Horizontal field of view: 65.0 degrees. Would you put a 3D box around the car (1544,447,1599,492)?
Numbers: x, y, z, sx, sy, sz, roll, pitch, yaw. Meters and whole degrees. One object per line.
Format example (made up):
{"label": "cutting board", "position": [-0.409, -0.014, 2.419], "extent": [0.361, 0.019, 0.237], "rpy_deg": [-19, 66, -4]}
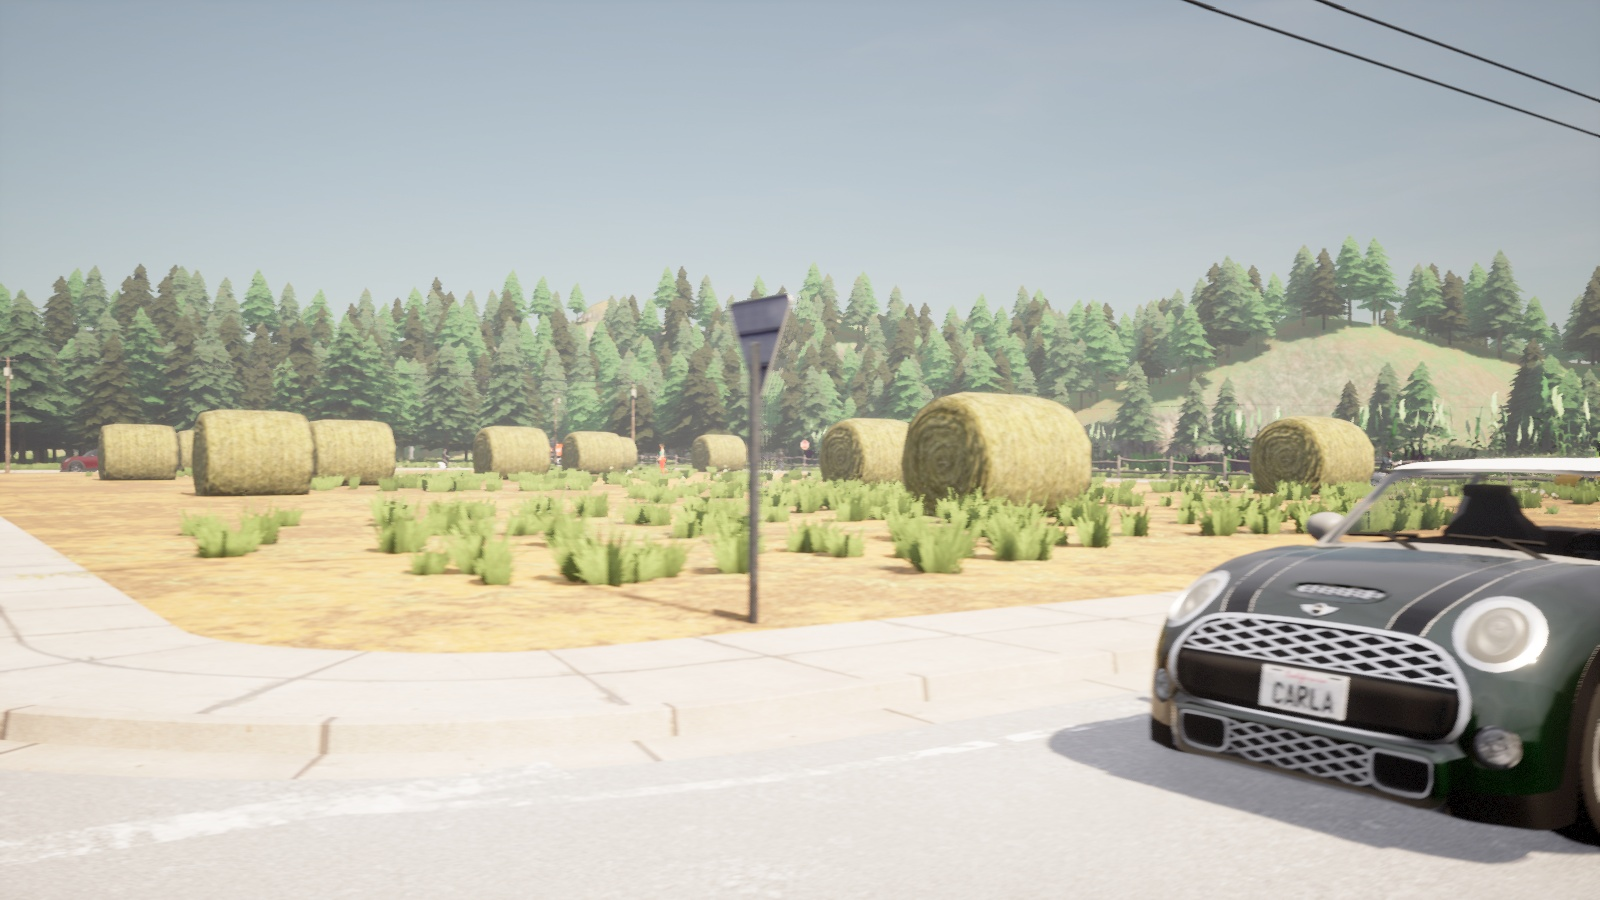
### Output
{"label": "car", "position": [29.491, 0.695, 44.279], "extent": [1.801, 1.575, 5.366], "rpy_deg": [0, 0, -32]}

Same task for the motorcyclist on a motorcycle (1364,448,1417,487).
{"label": "motorcyclist on a motorcycle", "position": [24.556, 0.739, 52.227], "extent": [0.866, 1.590, 1.817], "rpy_deg": [0, -1, -32]}

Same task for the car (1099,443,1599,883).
{"label": "car", "position": [3.518, 0.718, 6.113], "extent": [3.806, 1.475, 1.970], "rpy_deg": [0, 0, -35]}
